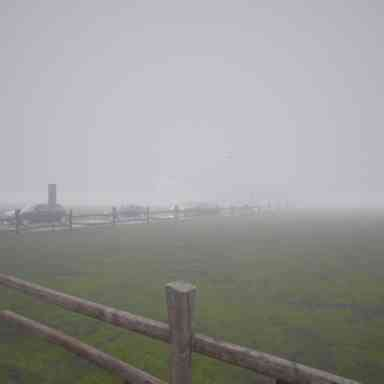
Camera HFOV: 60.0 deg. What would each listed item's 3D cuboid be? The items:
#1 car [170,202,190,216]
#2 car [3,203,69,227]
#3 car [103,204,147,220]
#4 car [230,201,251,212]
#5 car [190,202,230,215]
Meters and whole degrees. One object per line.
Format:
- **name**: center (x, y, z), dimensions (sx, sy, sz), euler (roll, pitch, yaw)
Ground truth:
- **car**: center (-0.698, 1.999, 41.552), dimensions (2.097, 1.767, 4.553), euler (-1, -1, 35)
- **car**: center (-11.952, 1.649, 25.633), dimensions (2.097, 1.767, 4.553), euler (-1, -1, 35)
- **car**: center (-6.631, 1.954, 33.161), dimensions (2.128, 1.511, 4.902), euler (-1, -1, 35)
- **car**: center (7.576, 2.254, 53.131), dimensions (2.097, 1.767, 4.553), euler (-1, -1, 35)
- **car**: center (2.240, 1.990, 40.618), dimensions (2.097, 1.767, 4.553), euler (-1, -1, 35)
